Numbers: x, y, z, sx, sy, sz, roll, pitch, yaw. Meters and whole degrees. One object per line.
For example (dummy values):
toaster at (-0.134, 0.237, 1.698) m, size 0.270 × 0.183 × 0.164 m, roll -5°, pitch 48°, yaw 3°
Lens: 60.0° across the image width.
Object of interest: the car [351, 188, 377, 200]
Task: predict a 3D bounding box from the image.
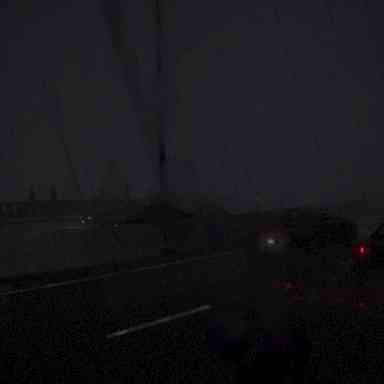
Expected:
car at (24.707, 0.506, 47.147) m, size 2.150 × 2.045 × 5.566 m, roll -1°, pitch 0°, yaw 39°

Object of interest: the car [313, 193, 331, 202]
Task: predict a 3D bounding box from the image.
car at (21.047, 0.830, 53.788) m, size 1.812 × 1.442 × 4.674 m, roll -1°, pitch 0°, yaw 39°

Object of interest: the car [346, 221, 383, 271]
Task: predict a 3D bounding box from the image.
car at (6.328, 1.430, 9.201) m, size 4.718 × 1.301 × 1.895 m, roll -1°, pitch 1°, yaw -42°

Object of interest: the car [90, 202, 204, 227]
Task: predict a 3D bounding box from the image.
car at (-2.010, 1.382, 16.100) m, size 5.008 × 1.535 × 1.882 m, roll -1°, pitch 1°, yaw -42°

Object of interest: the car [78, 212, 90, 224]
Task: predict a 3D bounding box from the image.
car at (-4.914, 1.449, 22.791) m, size 5.357 × 1.411 × 2.033 m, roll -1°, pitch 1°, yaw -42°

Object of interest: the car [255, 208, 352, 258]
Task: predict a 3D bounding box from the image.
car at (4.312, 1.330, 12.130) m, size 4.902 × 1.511 × 2.128 m, roll -1°, pitch 1°, yaw -42°

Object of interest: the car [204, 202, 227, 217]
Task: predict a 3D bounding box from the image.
car at (0.592, 1.382, 23.335) m, size 1.994 × 1.385 × 4.181 m, roll 0°, pitch 1°, yaw 45°

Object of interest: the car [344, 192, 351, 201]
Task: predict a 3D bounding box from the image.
car at (26.745, 0.693, 55.334) m, size 2.128 × 1.511 × 4.902 m, roll -1°, pitch 0°, yaw 39°
